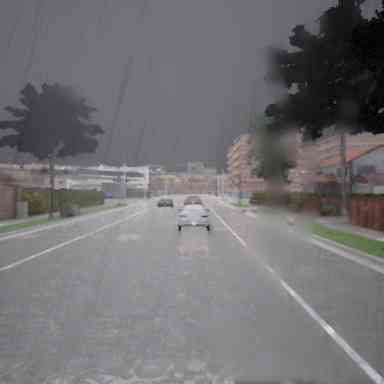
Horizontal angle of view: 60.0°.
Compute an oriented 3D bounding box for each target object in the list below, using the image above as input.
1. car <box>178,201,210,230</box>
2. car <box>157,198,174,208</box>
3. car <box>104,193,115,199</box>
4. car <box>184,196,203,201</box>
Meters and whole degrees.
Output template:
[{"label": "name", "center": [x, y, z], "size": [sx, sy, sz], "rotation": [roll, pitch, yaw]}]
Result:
[{"label": "car", "center": [0.111, 1.476, 20.366], "size": [1.812, 1.442, 4.674], "rotation": [0, 0, 0]}, {"label": "car", "center": [-3.489, 1.436, 44.659], "size": [1.994, 1.385, 4.181], "rotation": [0, 0, 0]}, {"label": "car", "center": [-23.265, 1.023, 89.367], "size": [4.611, 1.667, 2.242], "rotation": [0, 0, 1]}, {"label": "car", "center": [0.121, 1.245, 37.758], "size": [2.097, 1.767, 4.553], "rotation": [0, 0, 0]}]
